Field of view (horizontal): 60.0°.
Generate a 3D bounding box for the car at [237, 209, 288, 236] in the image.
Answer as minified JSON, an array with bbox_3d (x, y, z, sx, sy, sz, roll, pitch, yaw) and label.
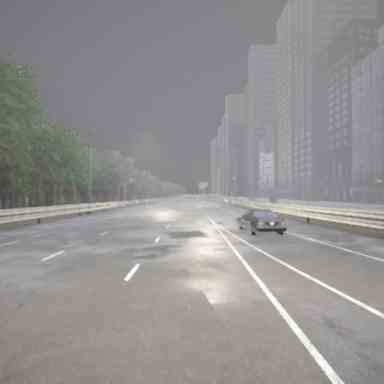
[{"bbox_3d":[4.051,1.740,19.976,2.033,1.411,5.357,0,-1,-4],"label":"car"}]
